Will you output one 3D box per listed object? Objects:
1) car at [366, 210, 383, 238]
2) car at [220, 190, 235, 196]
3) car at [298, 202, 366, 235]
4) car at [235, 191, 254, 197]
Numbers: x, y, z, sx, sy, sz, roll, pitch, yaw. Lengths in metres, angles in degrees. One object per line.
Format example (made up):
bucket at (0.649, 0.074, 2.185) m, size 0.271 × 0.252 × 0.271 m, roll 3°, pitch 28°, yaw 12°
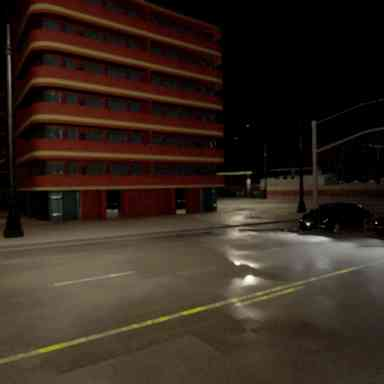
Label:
car at (10.471, 1.438, 15.636) m, size 4.718 × 1.301 × 1.895 m, roll -1°, pitch 1°, yaw -35°
car at (9.449, 0.278, 86.485) m, size 4.611 × 1.667 × 2.242 m, roll -2°, pitch 1°, yaw -35°
car at (7.806, 1.352, 18.050) m, size 4.892 × 1.490 × 1.837 m, roll 0°, pitch 0°, yaw -35°
car at (13.417, 0.419, 82.260) m, size 3.806 × 1.475 × 1.970 m, roll -2°, pitch 1°, yaw -35°
